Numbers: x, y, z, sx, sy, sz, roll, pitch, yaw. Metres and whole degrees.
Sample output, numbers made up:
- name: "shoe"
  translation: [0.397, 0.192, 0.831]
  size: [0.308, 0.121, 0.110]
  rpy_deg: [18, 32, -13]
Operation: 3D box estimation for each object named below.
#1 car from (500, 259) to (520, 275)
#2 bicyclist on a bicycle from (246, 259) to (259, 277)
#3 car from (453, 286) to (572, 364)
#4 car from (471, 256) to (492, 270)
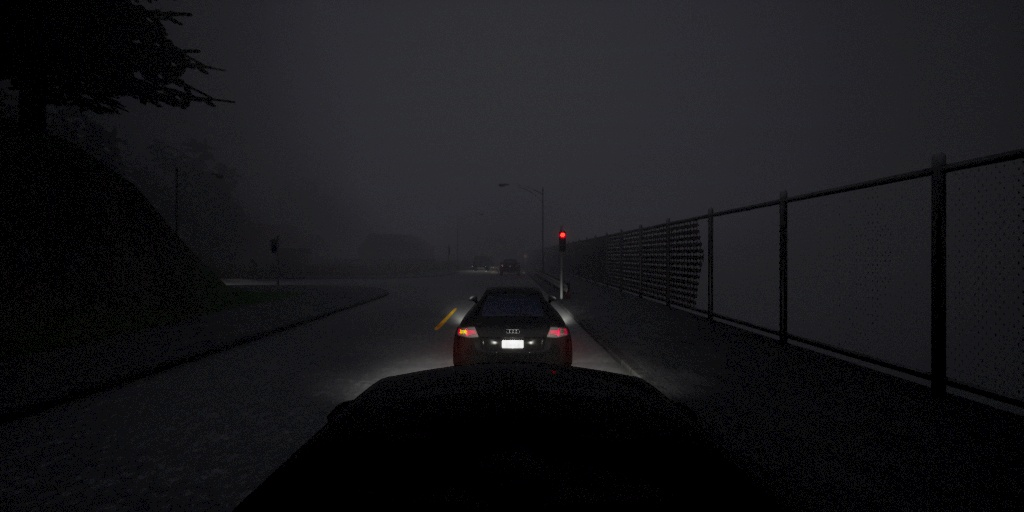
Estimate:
- name: "car"
  translation: [-0.215, 1.094, 39.595]
  size: [2.097, 1.767, 4.553]
  rpy_deg: [0, 0, 0]
- name: "bicyclist on a bicycle"
  translation: [-24.055, 1.092, 33.289]
  size: [0.582, 1.620, 1.656]
  rpy_deg: [0, 0, 0]
- name: "car"
  translation: [0.017, 1.313, 7.477]
  size: [1.994, 1.385, 4.181]
  rpy_deg: [0, 0, 0]
- name: "car"
  translation: [-4.489, 0.960, 51.489]
  size: [2.150, 2.045, 5.566]
  rpy_deg: [0, 0, 0]
